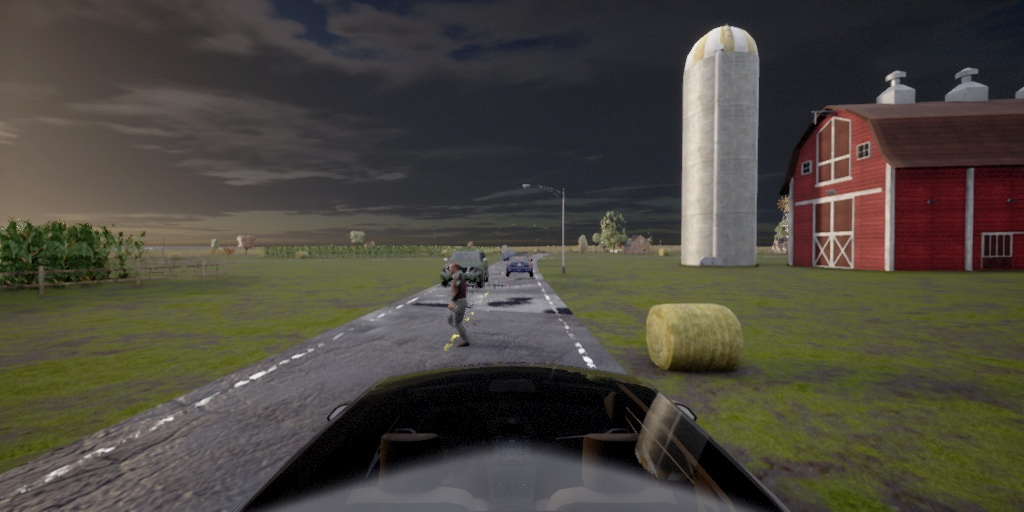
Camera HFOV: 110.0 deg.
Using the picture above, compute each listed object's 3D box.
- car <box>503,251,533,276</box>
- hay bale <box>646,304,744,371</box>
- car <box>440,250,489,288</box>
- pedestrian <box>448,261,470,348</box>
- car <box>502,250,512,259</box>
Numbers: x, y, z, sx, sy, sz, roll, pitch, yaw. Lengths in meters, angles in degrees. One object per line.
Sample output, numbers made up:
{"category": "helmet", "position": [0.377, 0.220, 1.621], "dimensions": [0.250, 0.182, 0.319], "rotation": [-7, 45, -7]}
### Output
{"category": "car", "position": [0.659, 0.650, 29.714], "dimensions": [2.097, 1.767, 4.553], "rotation": [0, 1, 2]}
{"category": "hay bale", "position": [3.145, 1.332, 6.342], "dimensions": [1.220, 1.180, 1.240], "rotation": [0, 0, 0]}
{"category": "car", "position": [-2.570, 0.666, 20.765], "dimensions": [2.150, 2.045, 5.566], "rotation": [0, 1, 2]}
{"category": "pedestrian", "position": [-1.113, 0.953, 7.431], "dimensions": [0.375, 1.860, 0.375], "rotation": [-1, 1, -2]}
{"category": "car", "position": [-0.355, -0.033, 62.821], "dimensions": [2.150, 2.045, 5.566], "rotation": [0, 1, 5]}
